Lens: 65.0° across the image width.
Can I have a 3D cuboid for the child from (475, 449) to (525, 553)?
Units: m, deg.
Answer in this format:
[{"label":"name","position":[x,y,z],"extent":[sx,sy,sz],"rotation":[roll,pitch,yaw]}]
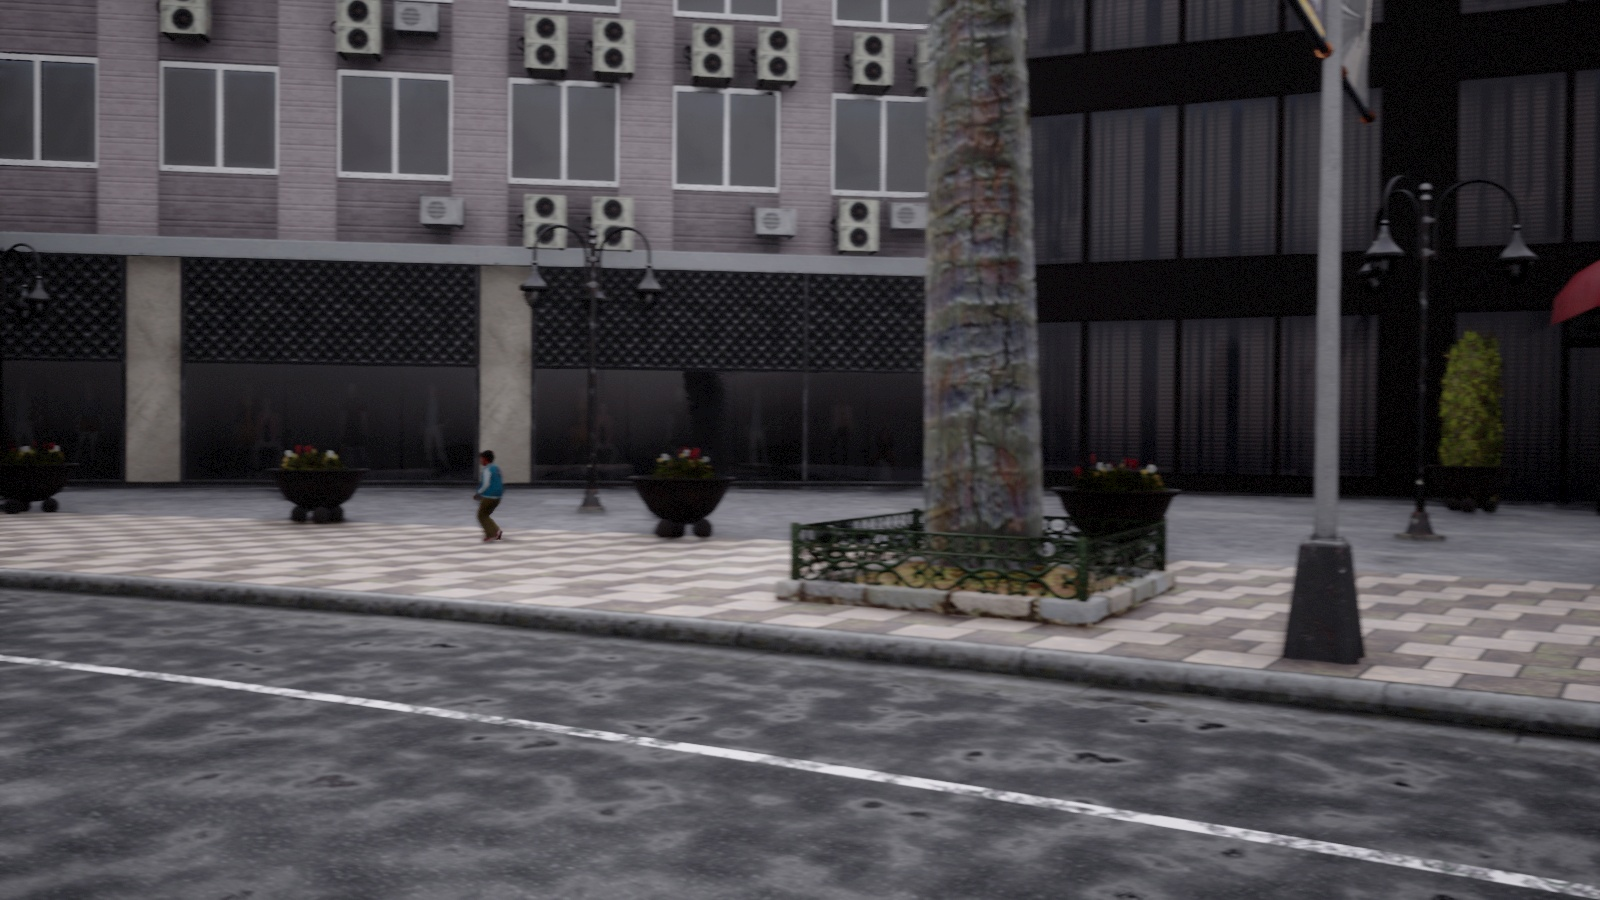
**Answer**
[{"label":"child","position":[-3.514,0.587,14.729],"extent":[0.448,1.192,0.343],"rotation":[0,1,17]}]
